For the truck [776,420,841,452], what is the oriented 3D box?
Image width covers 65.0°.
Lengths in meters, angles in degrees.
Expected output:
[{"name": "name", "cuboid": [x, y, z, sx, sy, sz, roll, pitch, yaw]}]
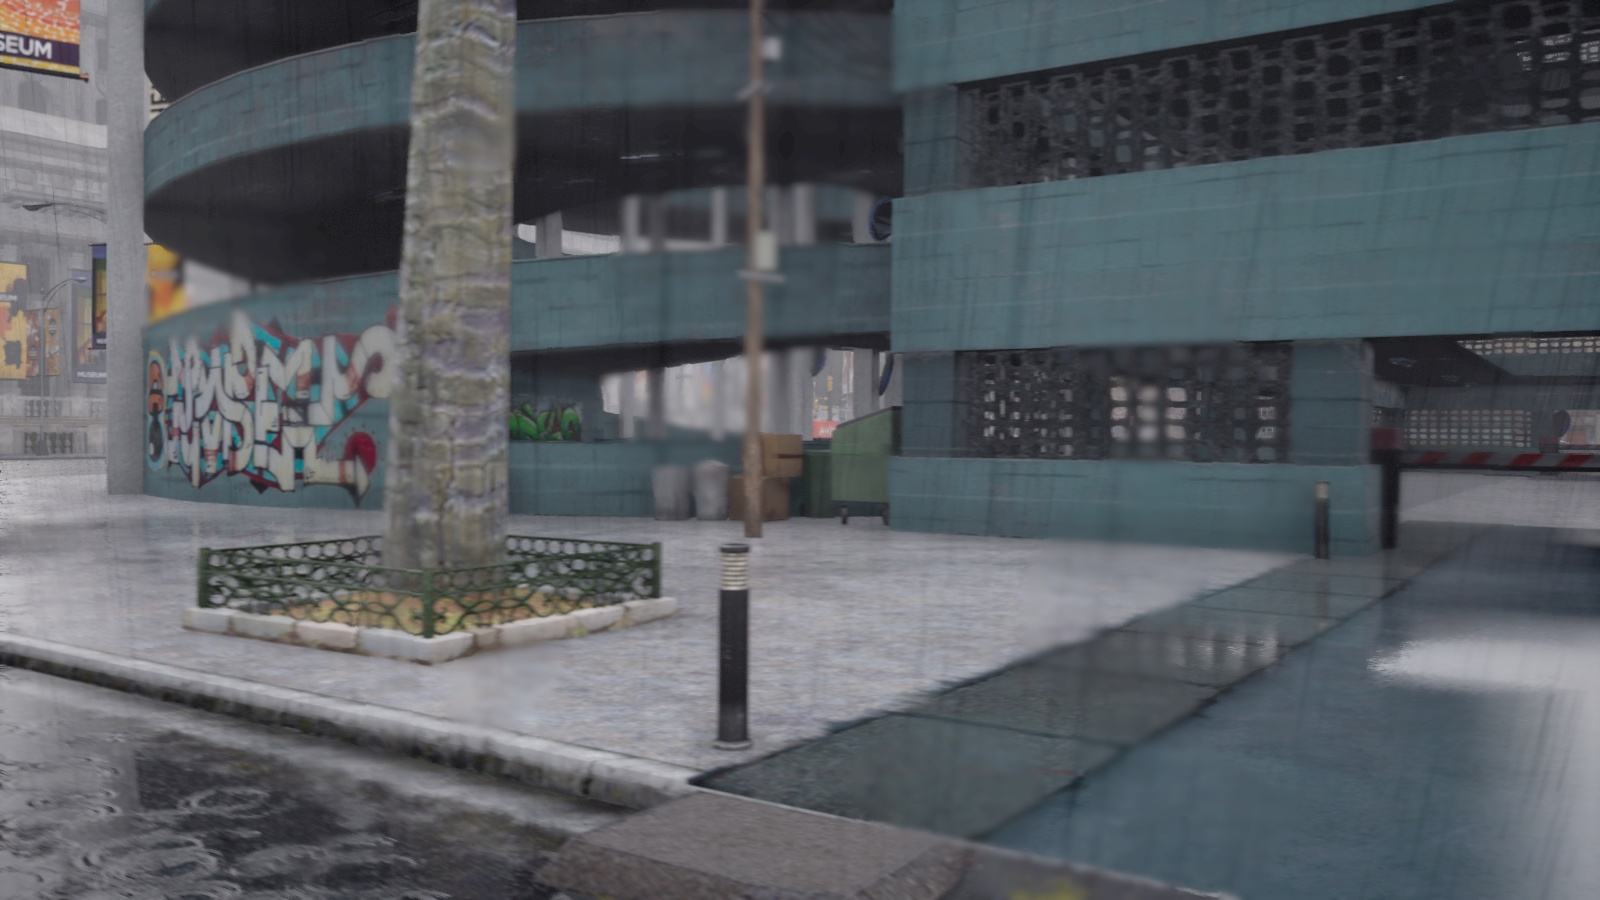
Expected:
[{"name": "truck", "cuboid": [0.687, -1.109, 98.726, 2.627, 2.467, 5.204, 0, 1, 34]}]

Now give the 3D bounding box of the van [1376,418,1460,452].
[{"name": "van", "cuboid": [37.985, -0.913, 77.170, 4.442, 1.987, 1.775, 0, 1, 34]}]

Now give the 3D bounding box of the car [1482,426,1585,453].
[{"name": "car", "cuboid": [41.311, -0.603, 70.739, 4.892, 1.490, 1.837, 0, 1, 34]}]
